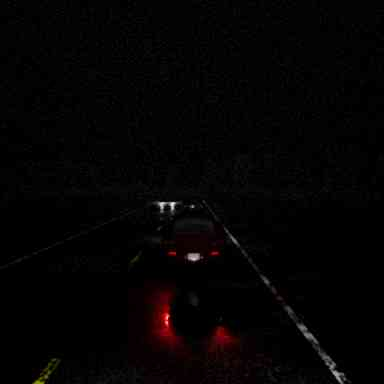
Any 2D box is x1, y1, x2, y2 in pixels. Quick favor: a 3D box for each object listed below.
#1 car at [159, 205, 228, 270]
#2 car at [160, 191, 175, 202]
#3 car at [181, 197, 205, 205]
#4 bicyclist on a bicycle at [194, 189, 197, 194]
[{"bbox_3d":[0.058,1.347,10.291,1.812,1.442,4.674,0,1,0],"label":"car"},{"bbox_3d":[-3.565,0.676,48.720,1.837,1.490,4.892,0,1,0],"label":"car"},{"bbox_3d":[0.075,1.083,27.097,2.033,1.411,5.357,0,1,0],"label":"car"},{"bbox_3d":[0.993,-0.079,90.161,0.866,1.612,1.509,0,1,0],"label":"bicyclist on a bicycle"}]
